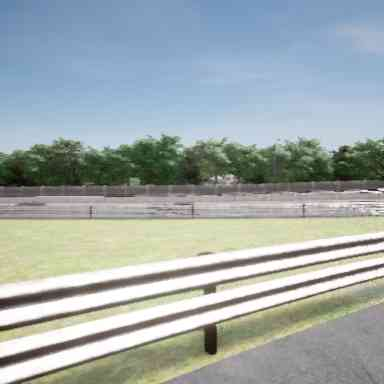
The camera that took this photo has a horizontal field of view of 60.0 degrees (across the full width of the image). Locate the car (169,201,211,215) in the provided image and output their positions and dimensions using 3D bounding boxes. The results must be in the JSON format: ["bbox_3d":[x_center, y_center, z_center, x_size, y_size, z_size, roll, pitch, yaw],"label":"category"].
[{"bbox_3d":[-0.279,1.743,37.029,4.674,1.442,1.812,-1,1,8],"label":"car"}]

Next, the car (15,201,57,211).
[{"bbox_3d":[-18.507,1.843,39.466,4.892,1.490,1.837,0,2,8],"label":"car"}]
